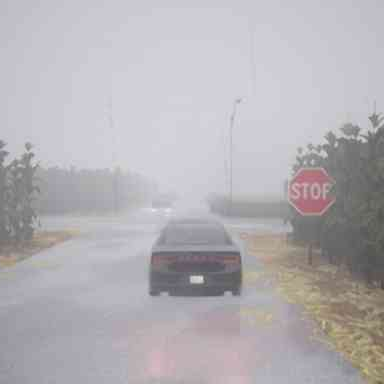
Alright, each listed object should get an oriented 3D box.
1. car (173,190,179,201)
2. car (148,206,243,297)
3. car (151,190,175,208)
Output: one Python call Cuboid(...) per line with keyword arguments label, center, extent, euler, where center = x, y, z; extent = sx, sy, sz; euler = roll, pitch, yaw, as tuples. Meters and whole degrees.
Cuboid(label="car", center=(-3.164, 0.533, 54.349), extent=(2.097, 1.767, 4.553), euler=(0, 1, 0))
Cuboid(label="car", center=(0.038, 1.350, 8.374), extent=(1.882, 1.535, 5.008), euler=(0, 1, -1))
Cuboid(label="car", center=(-3.197, 0.922, 35.686), extent=(1.837, 1.490, 4.892), euler=(0, 2, 0))
